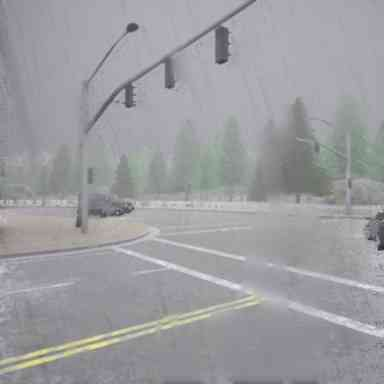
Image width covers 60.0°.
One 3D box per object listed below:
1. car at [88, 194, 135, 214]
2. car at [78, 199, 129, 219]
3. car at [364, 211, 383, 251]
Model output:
[{"bbox_3d":[-8.368,1.192,33.151,5.566,2.045,2.150,0,0,27],"label":"car"},{"bbox_3d":[-7.884,1.531,28.714,4.181,1.385,1.994,0,0,32],"label":"car"},{"bbox_3d":[8.509,1.516,13.813,1.837,1.490,4.892,2,1,20],"label":"car"}]
